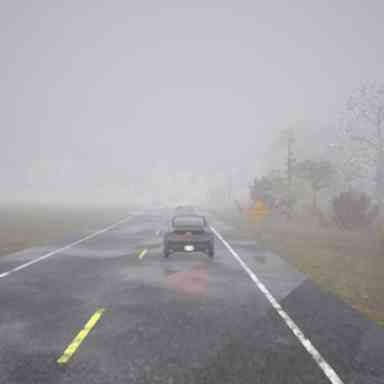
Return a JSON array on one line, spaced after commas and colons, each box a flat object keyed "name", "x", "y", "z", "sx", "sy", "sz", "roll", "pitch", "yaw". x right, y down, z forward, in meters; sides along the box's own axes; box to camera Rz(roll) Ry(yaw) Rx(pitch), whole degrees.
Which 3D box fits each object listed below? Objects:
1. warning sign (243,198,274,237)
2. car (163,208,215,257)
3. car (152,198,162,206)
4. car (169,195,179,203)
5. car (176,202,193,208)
[{"name": "warning sign", "x": 3.344, "y": 1.268, "z": 16.794, "sx": 1.300, "sy": 1.860, "sz": 1.060, "roll": 1, "pitch": 0, "yaw": -2}, {"name": "car", "x": -0.136, "y": 1.632, "z": 13.591, "sx": 1.837, "sy": 1.490, "sz": 4.892, "roll": 0, "pitch": 0, "yaw": -1}, {"name": "car", "x": -6.872, "y": 2.001, "z": 64.654, "sx": 1.837, "sy": 1.490, "sz": 4.892, "roll": 0, "pitch": 0, "yaw": -5}, {"name": "car", "x": -4.773, "y": 1.829, "z": 86.832, "sx": 2.150, "sy": 2.045, "sz": 5.566, "roll": 0, "pitch": 0, "yaw": -8}, {"name": "car", "x": -0.606, "y": 1.794, "z": 27.630, "sx": 2.033, "sy": 1.411, "sz": 5.357, "roll": 0, "pitch": 0, "yaw": -2}]
